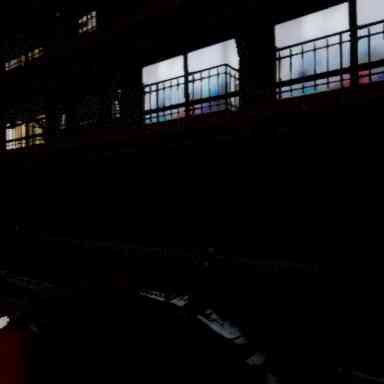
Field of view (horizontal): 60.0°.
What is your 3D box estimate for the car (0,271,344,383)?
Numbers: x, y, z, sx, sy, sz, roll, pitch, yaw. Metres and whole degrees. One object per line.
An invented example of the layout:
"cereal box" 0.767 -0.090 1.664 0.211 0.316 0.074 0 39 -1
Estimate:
"car" -0.840 1.545 3.489 4.507 1.381 1.887 0 -1 36
